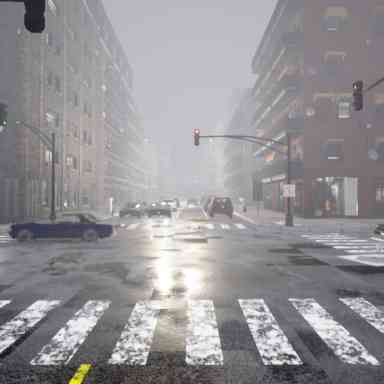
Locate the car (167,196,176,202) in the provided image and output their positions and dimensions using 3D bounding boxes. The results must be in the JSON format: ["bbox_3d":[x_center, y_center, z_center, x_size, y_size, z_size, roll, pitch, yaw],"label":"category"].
[{"bbox_3d":[-5.348,1.764,85.793,2.008,1.369,4.403,1,0,0],"label":"car"}]

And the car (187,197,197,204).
[{"bbox_3d":[0.027,1.685,70.415,1.994,1.385,4.181,0,0,0],"label":"car"}]

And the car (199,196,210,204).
[{"bbox_3d":[2.543,1.556,69.142,1.967,1.590,4.097,1,0,0],"label":"car"}]

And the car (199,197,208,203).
[{"bbox_3d":[2.538,1.728,74.702,1.802,1.307,4.206,1,0,0],"label":"car"}]

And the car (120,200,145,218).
[{"bbox_3d":[-5.314,1.577,30.169,1.947,1.339,4.313,1,0,0],"label":"car"}]

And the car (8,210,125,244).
[{"bbox_3d":[-5.790,1.653,15.395,4.718,1.301,1.895,0,-1,0],"label":"car"}]

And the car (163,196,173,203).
[{"bbox_3d":[-5.341,1.671,74.494,1.752,1.417,4.829,1,0,0],"label":"car"}]

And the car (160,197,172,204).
[{"bbox_3d":[-5.338,1.667,69.102,2.008,1.369,4.403,1,0,0],"label":"car"}]

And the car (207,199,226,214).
[{"bbox_3d":[2.563,1.540,35.949,1.752,1.417,4.829,1,0,0],"label":"car"}]

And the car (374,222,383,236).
[{"bbox_3d":[11.471,1.551,15.363,5.357,1.411,2.033,0,-1,0],"label":"car"}]

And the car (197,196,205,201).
[{"bbox_3d":[2.530,1.813,91.393,1.947,1.339,4.313,1,0,0],"label":"car"}]

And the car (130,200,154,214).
[{"bbox_3d":[-5.317,1.580,35.731,1.947,1.339,4.313,1,0,0],"label":"car"}]

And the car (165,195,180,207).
[{"bbox_3d":[-2.784,1.565,50.495,1.812,1.442,4.674,0,0,0],"label":"car"}]

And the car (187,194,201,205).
[{"bbox_3d":[0.070,1.564,60.181,2.128,1.511,4.902,0,0,0],"label":"car"}]

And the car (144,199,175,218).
[{"bbox_3d":[-2.858,1.575,30.404,1.994,1.385,4.181,0,0,0],"label":"car"}]

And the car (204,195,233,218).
[{"bbox_3d":[2.570,1.326,30.220,2.192,1.841,5.009,1,0,0],"label":"car"}]

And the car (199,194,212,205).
[{"bbox_3d":[2.548,1.402,63.578,2.192,1.841,5.009,1,0,0],"label":"car"}]

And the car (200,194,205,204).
[{"bbox_3d":[2.563,1.336,41.344,2.192,1.841,5.009,1,0,0],"label":"car"}]

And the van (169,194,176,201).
[{"bbox_3d":[-5.347,1.588,91.358,1.690,1.788,3.998,1,0,0],"label":"van"}]

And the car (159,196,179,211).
[{"bbox_3d":[-2.847,1.545,40.294,1.812,1.442,4.674,0,0,0],"label":"car"}]
